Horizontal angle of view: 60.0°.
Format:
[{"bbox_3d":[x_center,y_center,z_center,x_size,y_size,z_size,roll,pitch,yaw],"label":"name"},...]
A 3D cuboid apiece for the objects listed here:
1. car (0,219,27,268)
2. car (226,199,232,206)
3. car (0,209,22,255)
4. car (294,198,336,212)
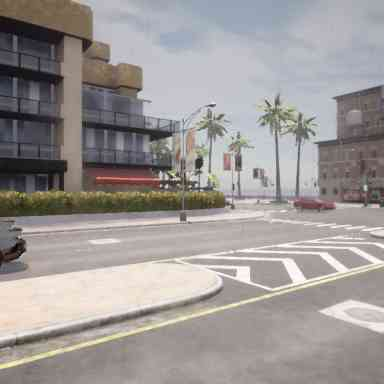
[{"bbox_3d":[-7.086,1.492,8.770,4.902,1.511,2.128,0,0,-36],"label":"car"},{"bbox_3d":[4.480,1.507,53.442,1.837,1.490,4.892,0,-1,-35],"label":"car"},{"bbox_3d":[-8.898,1.492,11.773,4.902,1.511,2.128,0,0,-35],"label":"car"},{"bbox_3d":[14.408,1.477,39.225,1.882,1.535,5.008,0,0,-35],"label":"car"}]
